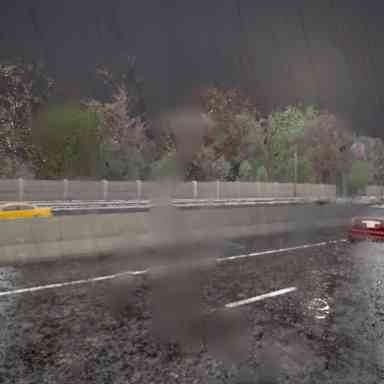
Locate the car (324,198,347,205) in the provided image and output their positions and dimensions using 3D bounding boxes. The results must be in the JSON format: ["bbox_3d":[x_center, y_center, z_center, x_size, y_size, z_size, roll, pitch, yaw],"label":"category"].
[{"bbox_3d":[20.354,1.486,44.286,5.357,1.411,2.033,0,0,-35],"label":"car"}]

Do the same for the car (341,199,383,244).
[{"bbox_3d":[8.741,1.326,14.288,4.553,1.767,2.097,0,0,-35],"label":"car"}]

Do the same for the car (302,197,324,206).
[{"bbox_3d":[17.477,1.417,46.531,5.008,1.535,1.882,0,0,-35],"label":"car"}]

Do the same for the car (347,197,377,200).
[{"bbox_3d":[21.555,1.417,40.847,5.008,1.535,1.882,0,0,-35],"label":"car"}]

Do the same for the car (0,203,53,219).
[{"bbox_3d":[-11.658,1.473,21.472,5.008,1.535,1.882,0,0,-36],"label":"car"}]
